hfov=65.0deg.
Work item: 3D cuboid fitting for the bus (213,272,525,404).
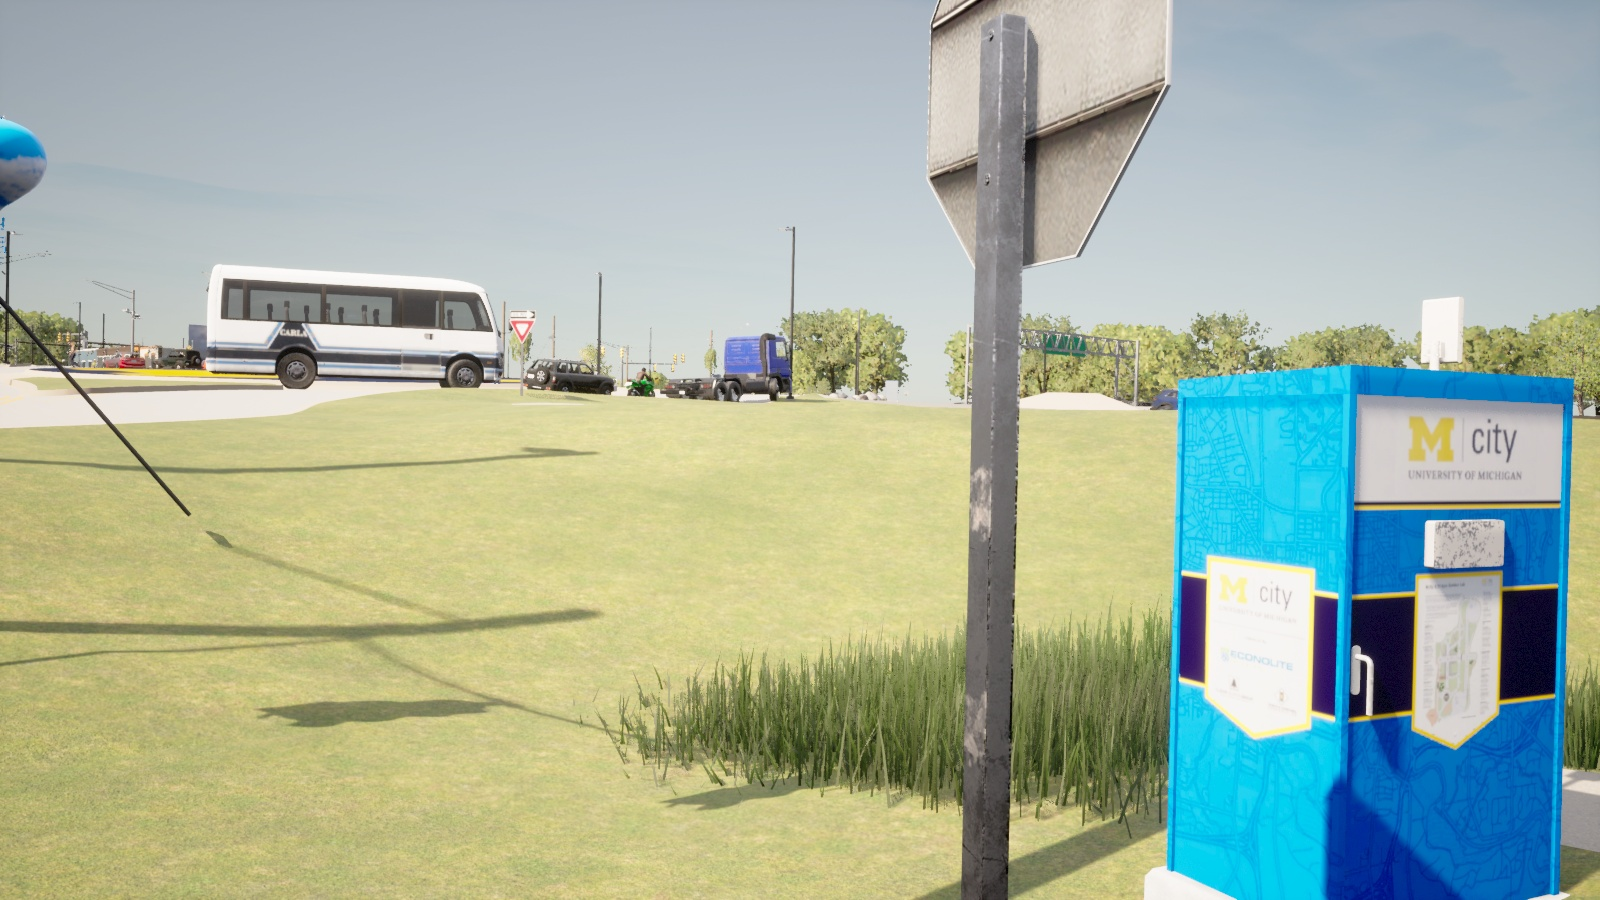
[{"bbox_3d":[-15.502,-3.873,45.575,10.273,4.253,3.944,0,1,-22],"label":"bus"}]

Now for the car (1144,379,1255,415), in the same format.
[{"bbox_3d":[20.155,-2.705,63.482,4.856,1.649,2.033,4,5,40],"label":"car"}]

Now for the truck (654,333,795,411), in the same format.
[{"bbox_3d":[-3.579,-3.944,62.203,2.891,3.462,7.936,0,5,30],"label":"truck"}]

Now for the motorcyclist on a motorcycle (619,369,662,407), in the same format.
[{"bbox_3d":[-6.834,-2.639,53.806,0.797,1.523,2.044,0,1,28],"label":"motorcyclist on a motorcycle"}]

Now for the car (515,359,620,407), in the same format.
[{"bbox_3d":[-10.477,-2.986,56.888,1.932,1.855,4.605,9,5,31],"label":"car"}]
